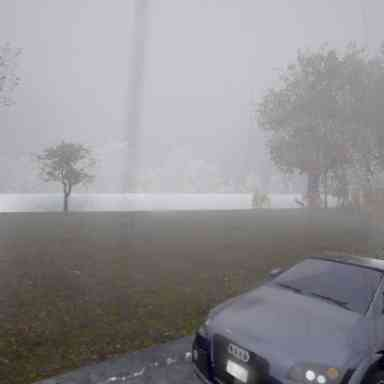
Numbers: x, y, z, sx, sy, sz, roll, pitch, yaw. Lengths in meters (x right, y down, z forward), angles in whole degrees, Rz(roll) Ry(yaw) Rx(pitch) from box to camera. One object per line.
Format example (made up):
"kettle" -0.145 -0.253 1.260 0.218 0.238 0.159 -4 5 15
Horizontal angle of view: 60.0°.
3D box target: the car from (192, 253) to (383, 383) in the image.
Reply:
"car" 2.063 1.580 4.422 4.181 1.385 1.994 0 0 -36
